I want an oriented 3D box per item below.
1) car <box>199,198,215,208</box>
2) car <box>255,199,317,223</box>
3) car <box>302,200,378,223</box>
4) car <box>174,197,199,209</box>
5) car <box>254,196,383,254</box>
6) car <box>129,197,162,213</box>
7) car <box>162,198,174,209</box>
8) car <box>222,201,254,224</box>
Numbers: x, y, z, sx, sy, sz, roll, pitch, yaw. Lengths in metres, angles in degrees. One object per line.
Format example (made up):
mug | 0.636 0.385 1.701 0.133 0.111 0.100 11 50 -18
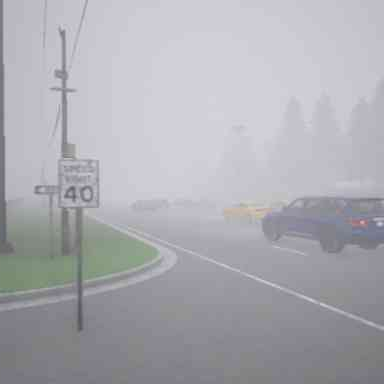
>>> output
car | 1.548 1.480 46.639 1.994 1.385 4.181 0 0 -25
car | 7.190 1.391 26.016 1.882 1.535 5.008 0 0 -25
car | 11.192 1.437 25.696 2.033 1.411 5.357 0 0 -25
car | -1.232 1.441 44.307 1.837 1.490 4.892 0 0 -25
car | 5.195 1.167 13.613 2.150 2.045 5.566 0 0 -25
car | -5.414 1.522 36.656 2.033 1.411 5.357 0 0 -25
car | -4.399 1.463 42.817 1.837 1.490 4.892 0 0 -25
car | 4.026 1.413 24.522 1.882 1.535 5.008 0 0 -25
